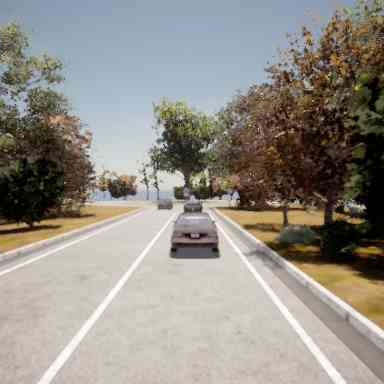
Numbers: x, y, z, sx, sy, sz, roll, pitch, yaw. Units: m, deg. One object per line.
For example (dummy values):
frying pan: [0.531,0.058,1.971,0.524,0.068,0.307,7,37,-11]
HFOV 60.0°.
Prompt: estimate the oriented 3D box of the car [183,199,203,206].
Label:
car: [0.100,1.483,34.200,2.128,1.511,4.902,0,0,0]

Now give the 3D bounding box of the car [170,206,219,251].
car: [0.101,1.544,13.983,2.033,1.411,5.357,0,0,0]

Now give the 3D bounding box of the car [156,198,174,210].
car: [-3.500,1.518,43.783,1.837,1.490,4.892,0,0,0]
